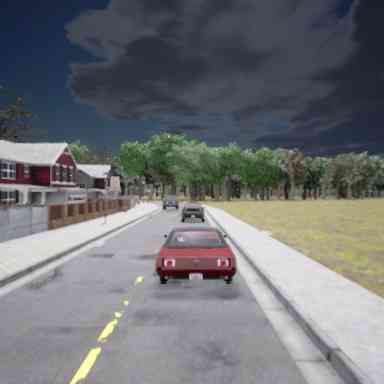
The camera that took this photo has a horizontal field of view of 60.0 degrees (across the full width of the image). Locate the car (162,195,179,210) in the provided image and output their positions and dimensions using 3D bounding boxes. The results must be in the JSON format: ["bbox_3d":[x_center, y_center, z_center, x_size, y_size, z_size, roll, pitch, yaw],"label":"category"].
[{"bbox_3d":[-3.010,1.483,47.531,2.150,2.045,5.566,0,-1,-2],"label":"car"}]

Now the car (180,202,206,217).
[{"bbox_3d":[0.089,1.666,28.756,1.837,1.490,4.892,0,0,0],"label":"car"}]

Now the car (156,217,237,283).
[{"bbox_3d":[0.101,1.656,9.797,1.895,1.301,4.718,0,0,0],"label":"car"}]
